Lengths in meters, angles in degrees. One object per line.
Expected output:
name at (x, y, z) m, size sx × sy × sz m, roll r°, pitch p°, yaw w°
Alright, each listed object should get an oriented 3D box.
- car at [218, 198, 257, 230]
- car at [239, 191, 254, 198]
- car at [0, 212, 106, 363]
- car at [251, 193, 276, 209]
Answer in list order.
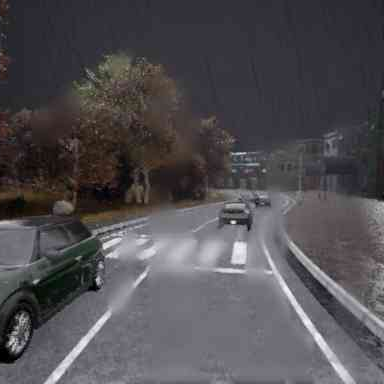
car at (2.744, 1.337, 20.101) m, size 1.837 × 1.490 × 4.892 m, roll 1°, pitch 1°, yaw 13°
car at (8.159, 0.619, 48.587) m, size 2.097 × 1.767 × 4.553 m, roll 1°, pitch 2°, yaw 18°
car at (-3.174, 1.297, 5.831) m, size 2.097 × 1.767 × 4.553 m, roll 0°, pitch 1°, yaw 5°
car at (8.377, 1.040, 37.870) m, size 1.882 × 1.535 × 5.008 m, roll 2°, pitch 2°, yaw 20°
